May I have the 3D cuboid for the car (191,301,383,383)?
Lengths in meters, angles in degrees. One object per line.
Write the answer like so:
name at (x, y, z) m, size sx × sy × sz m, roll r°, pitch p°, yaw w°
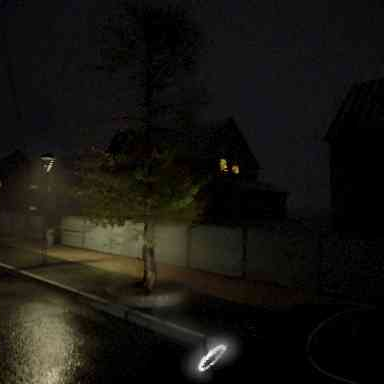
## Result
car at (2.095, 1.470, 2.347) m, size 4.553 × 1.767 × 2.097 m, roll -2°, pitch -2°, yaw 42°
